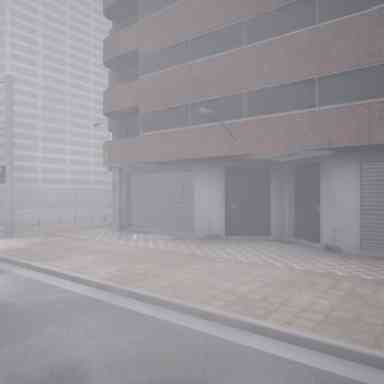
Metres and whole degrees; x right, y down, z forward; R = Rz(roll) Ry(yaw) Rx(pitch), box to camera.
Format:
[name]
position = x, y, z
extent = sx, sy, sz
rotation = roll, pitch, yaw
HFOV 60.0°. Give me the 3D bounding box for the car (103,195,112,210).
[car]
position = -9.136, 1.504, 42.855
extent = 1.837, 1.490, 4.892
rotation = 0, 0, 37
